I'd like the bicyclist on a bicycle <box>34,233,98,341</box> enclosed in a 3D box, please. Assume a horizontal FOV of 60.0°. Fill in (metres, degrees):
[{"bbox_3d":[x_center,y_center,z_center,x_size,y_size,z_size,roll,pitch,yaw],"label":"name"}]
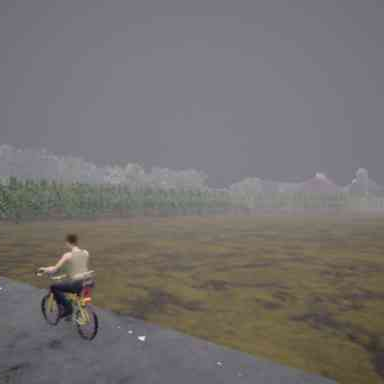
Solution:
[{"bbox_3d":[-2.002,1.466,5.376,1.509,1.612,0.866,0,0,36],"label":"bicyclist on a bicycle"}]
